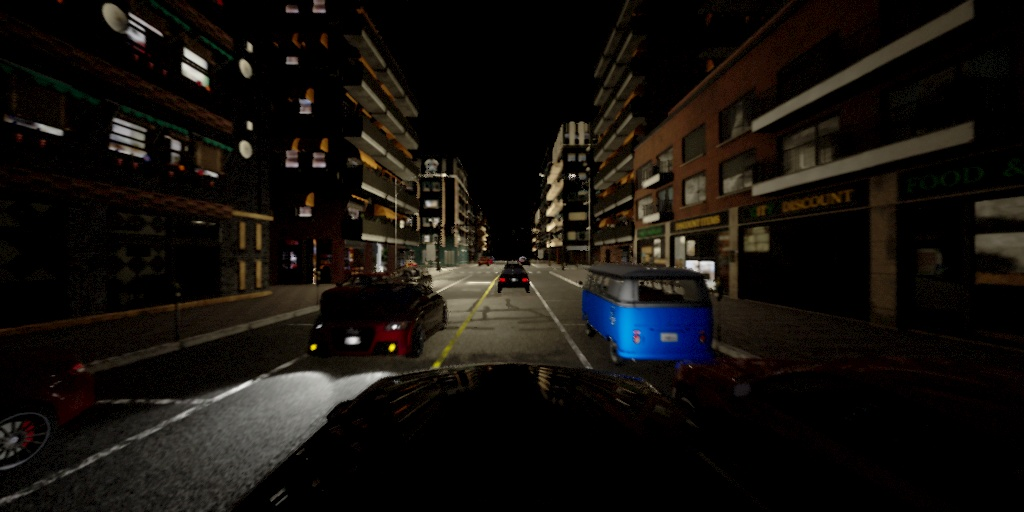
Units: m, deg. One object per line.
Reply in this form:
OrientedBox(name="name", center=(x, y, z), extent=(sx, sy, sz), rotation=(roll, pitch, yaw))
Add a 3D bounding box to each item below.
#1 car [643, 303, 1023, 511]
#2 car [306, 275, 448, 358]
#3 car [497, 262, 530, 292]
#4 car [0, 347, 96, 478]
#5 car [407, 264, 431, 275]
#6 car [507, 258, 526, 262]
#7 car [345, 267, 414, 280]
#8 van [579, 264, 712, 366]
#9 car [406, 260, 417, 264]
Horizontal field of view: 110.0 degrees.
OrientedBox(name="car", center=(2.565, 1.295, 2.106), extent=(1.888, 1.381, 4.507), rotation=(0, 0, 0))
OrientedBox(name="car", center=(-2.788, 1.313, 8.358), extent=(1.994, 1.385, 4.181), rotation=(0, 0, 1))
OrientedBox(name="car", center=(0.095, 1.294, 21.199), extent=(2.033, 1.411, 5.357), rotation=(0, 0, 0))
OrientedBox(name="car", center=(-5.315, 1.332, 2.106), extent=(1.802, 1.307, 4.207), rotation=(0, 0, 0))
OrientedBox(name="car", center=(-5.316, 1.298, 18.869), extent=(2.007, 1.370, 4.403), rotation=(0, 0, 0))
OrientedBox(name="car", center=(0.096, 1.232, 37.441), extent=(2.128, 1.511, 4.902), rotation=(0, 0, 0))
OrientedBox(name="car", center=(-5.315, 1.294, 13.282), extent=(1.888, 1.381, 4.507), rotation=(0, 0, 0))
OrientedBox(name="van", center=(2.565, 1.091, 7.694), extent=(1.690, 1.789, 3.998), rotation=(0, 0, 0))
OrientedBox(name="car", center=(-16.905, 1.368, 55.967), extent=(4.097, 1.591, 1.967), rotation=(0, 0, 0))
